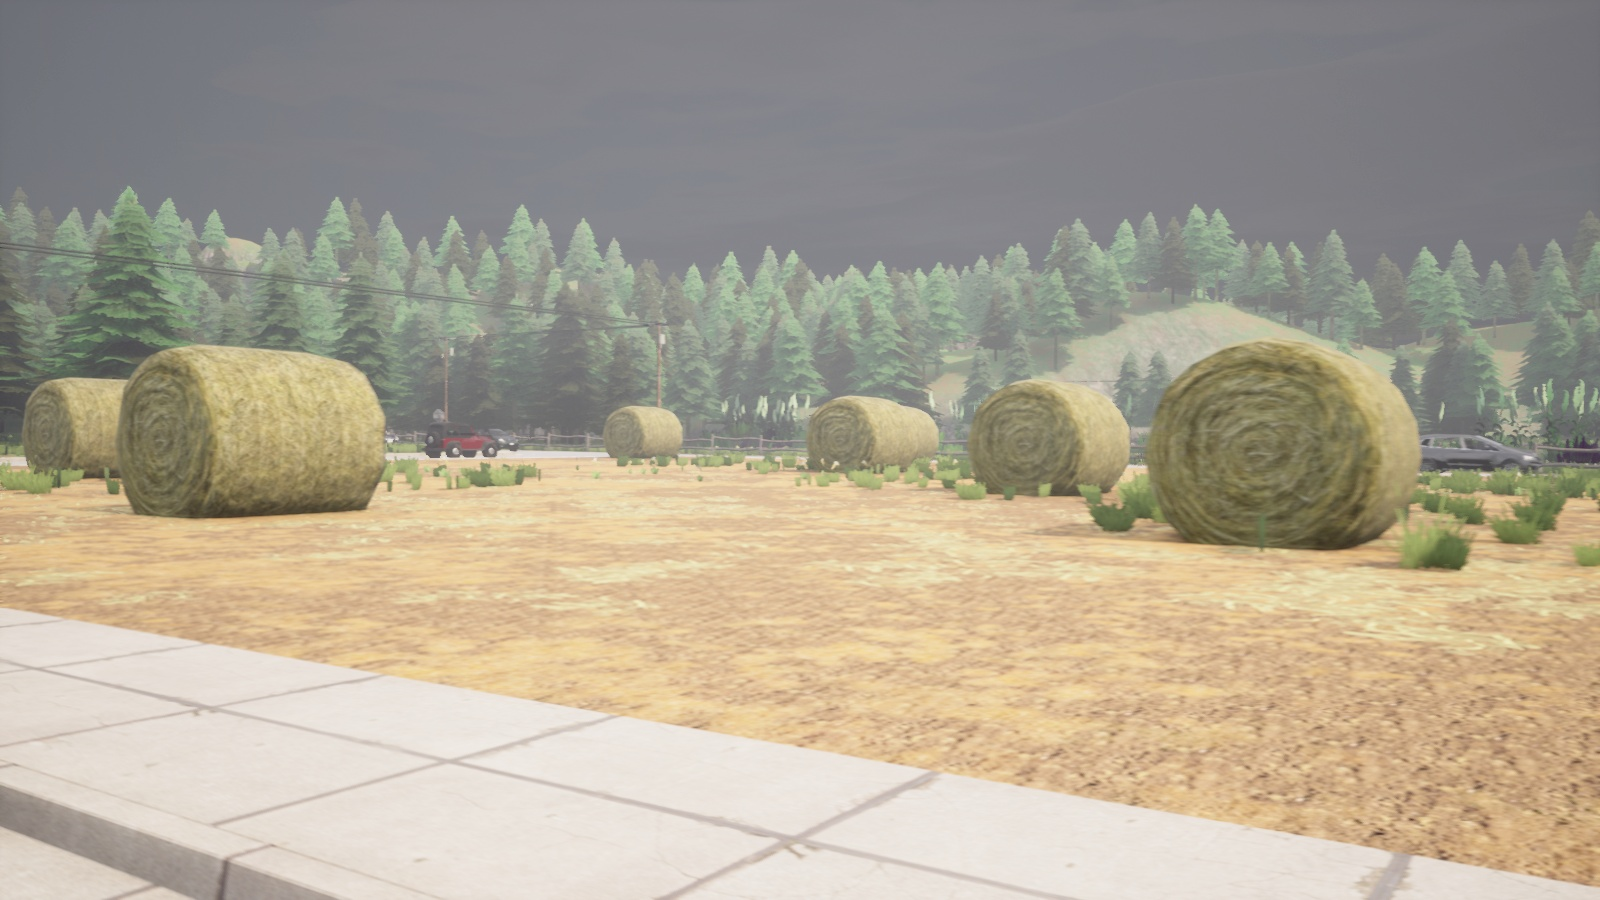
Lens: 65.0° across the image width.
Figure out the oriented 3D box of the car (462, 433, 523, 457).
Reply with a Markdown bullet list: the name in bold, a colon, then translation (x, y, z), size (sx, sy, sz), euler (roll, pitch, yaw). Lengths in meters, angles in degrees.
- **car**: translation (-20.577, -0.340, 84.077), size (3.988, 1.617, 1.851), euler (0, 1, 37)

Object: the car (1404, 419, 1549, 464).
- **car**: translation (26.047, -0.329, 48.402), size (4.611, 1.667, 2.242), euler (0, 1, 37)

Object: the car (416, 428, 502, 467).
- **car**: translation (-17.202, -0.157, 63.538), size (1.905, 1.878, 3.866), euler (0, 1, 35)
